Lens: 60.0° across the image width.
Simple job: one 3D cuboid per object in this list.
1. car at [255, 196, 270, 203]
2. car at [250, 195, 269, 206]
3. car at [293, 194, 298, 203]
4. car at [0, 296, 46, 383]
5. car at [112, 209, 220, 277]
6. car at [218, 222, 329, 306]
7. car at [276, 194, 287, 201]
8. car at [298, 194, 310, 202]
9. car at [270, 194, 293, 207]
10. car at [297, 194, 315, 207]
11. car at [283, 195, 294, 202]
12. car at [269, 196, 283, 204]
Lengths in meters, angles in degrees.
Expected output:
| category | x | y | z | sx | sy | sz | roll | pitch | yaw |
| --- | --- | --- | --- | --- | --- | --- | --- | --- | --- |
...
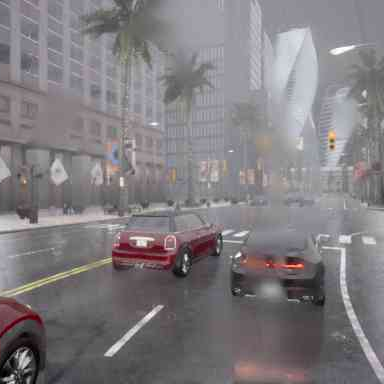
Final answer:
| category | x | y | z | sx | sy | sz | roll | pitch | yaw |
| --- | --- | --- | --- | --- | --- | --- | --- | --- | --- |
| car | 14.795 | 1.512 | 69.282 | 2.161 | 1.482 | 4.786 | 0 | 0 | 24 |
| car | 10.722 | 1.352 | 52.993 | 2.097 | 1.767 | 4.553 | 0 | 0 | 25 |
| car | 20.555 | 1.545 | 65.798 | 2.033 | 1.411 | 5.357 | 0 | 0 | 25 |
| car | -2.960 | 1.353 | 2.122 | 2.097 | 1.767 | 4.553 | 0 | 0 | 7 |
| car | -0.533 | 1.352 | 10.591 | 2.097 | 1.767 | 4.553 | 0 | 0 | 21 |
| car | 2.251 | 1.505 | 8.224 | 1.837 | 1.490 | 4.892 | 0 | 0 | 20 |
| car | 24.019 | 1.353 | 89.180 | 2.185 | 1.767 | 4.553 | 0 | 0 | 24 |
| car | 26.687 | 1.355 | 79.066 | 2.097 | 1.767 | 4.553 | 0 | 0 | 25 |
| car | 13.916 | 1.504 | 51.560 | 1.837 | 1.490 | 4.892 | 0 | 0 | 25 |
| car | 17.835 | 1.525 | 51.254 | 1.812 | 1.442 | 4.674 | 0 | 0 | 25 |
| car | 23.091 | 1.477 | 79.631 | 1.882 | 1.535 | 5.008 | 0 | 0 | 25 |
| car | 16.730 | 1.560 | 65.880 | 1.994 | 1.385 | 4.181 | 0 | 0 | 25 |
